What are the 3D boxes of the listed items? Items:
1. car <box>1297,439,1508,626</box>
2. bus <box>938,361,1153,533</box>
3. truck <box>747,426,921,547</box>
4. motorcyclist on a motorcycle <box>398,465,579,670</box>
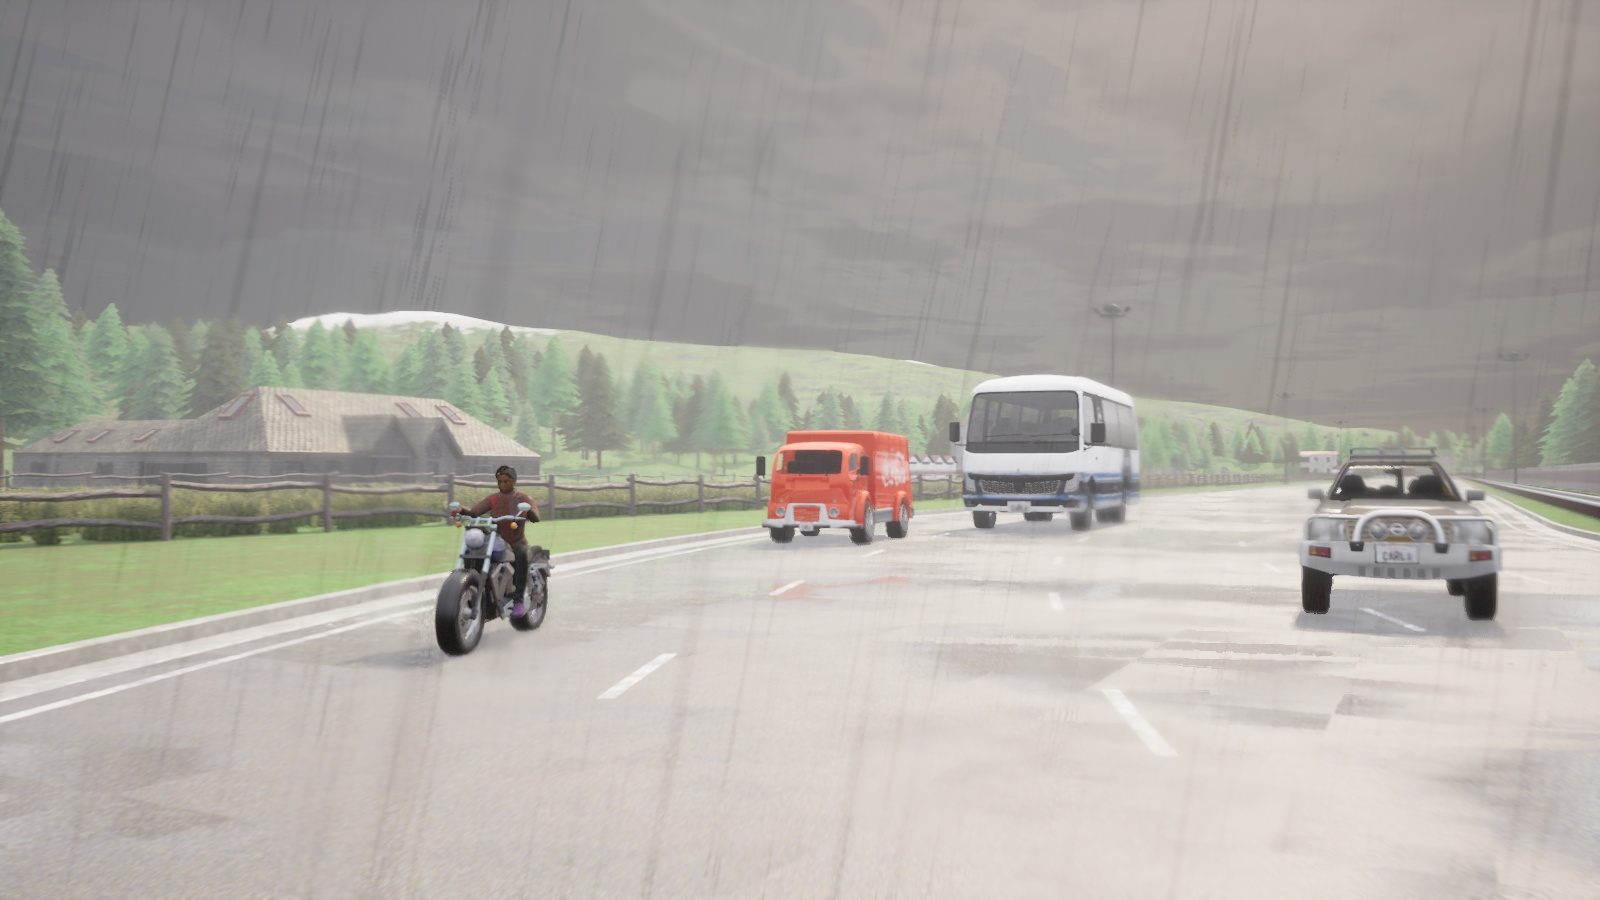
[{"bbox_3d":[7.071,0.861,14.978,1.932,1.855,4.605,-1,-1,24],"label":"car"},{"bbox_3d":[7.486,0.029,36.612,3.944,4.253,10.273,-1,-1,24],"label":"bus"},{"bbox_3d":[0.919,0.802,28.490,2.627,2.467,5.204,-1,-1,17],"label":"truck"},{"bbox_3d":[-2.727,0.963,11.320,0.766,1.649,2.350,0,-1,8],"label":"motorcyclist on a motorcycle"}]
